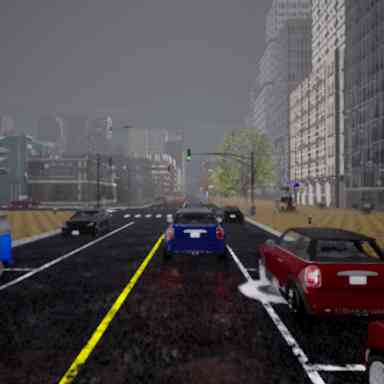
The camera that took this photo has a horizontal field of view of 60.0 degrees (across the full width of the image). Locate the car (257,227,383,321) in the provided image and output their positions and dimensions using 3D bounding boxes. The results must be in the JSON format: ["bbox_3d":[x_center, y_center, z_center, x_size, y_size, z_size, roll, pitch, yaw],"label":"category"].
[{"bbox_3d":[2.694,1.463,7.344,1.967,1.590,4.097,0,0,0],"label":"car"}]

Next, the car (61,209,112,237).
[{"bbox_3d":[-5.687,1.622,18.422,1.947,1.339,4.313,0,0,0],"label":"car"}]

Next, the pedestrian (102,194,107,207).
[{"bbox_3d":[-12.750,1.184,48.444,0.375,1.860,0.375,0,-1,-1],"label":"pedestrian"}]

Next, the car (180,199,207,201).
[{"bbox_3d":[0.101,1.635,28.566,2.033,1.411,5.357,0,0,0],"label":"car"}]

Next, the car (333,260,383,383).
[{"bbox_3d":[2.693,1.551,1.805,1.887,1.381,4.507,0,0,0],"label":"car"}]

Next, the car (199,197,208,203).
[{"bbox_3d":[2.693,1.792,78.644,2.008,1.369,4.403,0,0,0],"label":"car"}]

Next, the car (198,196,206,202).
[{"bbox_3d":[2.693,1.841,89.746,1.947,1.339,4.313,0,0,0],"label":"car"}]

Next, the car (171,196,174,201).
[{"bbox_3d":[-5.687,1.774,73.091,2.008,1.369,4.403,0,0,0],"label":"car"}]

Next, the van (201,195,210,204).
[{"bbox_3d":[2.694,1.548,67.543,1.690,1.788,3.998,0,0,0],"label":"van"}]

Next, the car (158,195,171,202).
[{"bbox_3d":[-5.686,1.504,61.989,2.192,1.841,5.009,0,0,0],"label":"car"}]

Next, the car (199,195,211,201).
[{"bbox_3d":[2.693,1.715,62.161,1.752,1.417,4.829,0,0,0],"label":"car"}]

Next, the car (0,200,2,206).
[{"bbox_3d":[-28.360,1.266,45.288,4.097,1.590,1.967,1,-1,-1],"label":"car"}]

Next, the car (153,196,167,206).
[{"bbox_3d":[-5.687,1.754,56.437,1.802,1.307,4.206,0,0,0],"label":"car"}]

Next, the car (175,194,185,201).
[{"bbox_3d":[-3.001,1.476,81.799,2.150,2.045,5.566,0,0,0],"label":"car"}]

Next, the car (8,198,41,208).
[{"bbox_3d":[-22.814,1.476,45.363,4.206,1.307,1.802,1,-1,-1],"label":"car"}]

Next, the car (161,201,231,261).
[{"bbox_3d":[0.099,1.390,12.649,2.097,1.767,4.553,0,0,0],"label":"car"}]

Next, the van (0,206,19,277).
[{"bbox_3d":[-5.686,1.364,7.344,1.690,1.788,3.998,0,0,0],"label":"van"}]

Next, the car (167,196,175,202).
[{"bbox_3d":[-5.687,1.800,89.574,1.752,1.417,4.829,0,0,0],"label":"car"}]

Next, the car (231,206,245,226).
[{"bbox_3d":[2.693,1.639,23.962,1.947,1.339,4.313,0,0,0],"label":"car"}]
